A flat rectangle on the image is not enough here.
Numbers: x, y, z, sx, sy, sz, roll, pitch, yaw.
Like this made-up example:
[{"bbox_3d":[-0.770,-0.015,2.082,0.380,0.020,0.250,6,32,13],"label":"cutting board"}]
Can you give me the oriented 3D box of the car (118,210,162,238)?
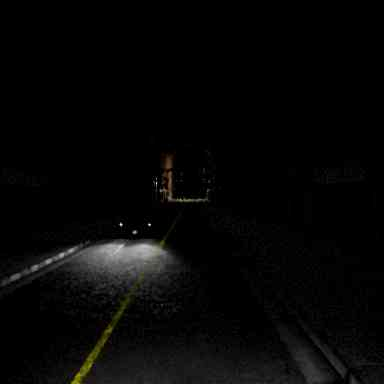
[{"bbox_3d":[-2.846,1.729,18.840,1.895,1.301,4.718,0,0,0],"label":"car"}]
